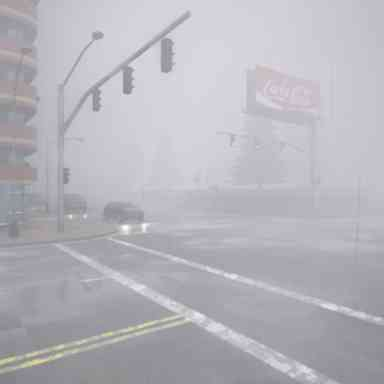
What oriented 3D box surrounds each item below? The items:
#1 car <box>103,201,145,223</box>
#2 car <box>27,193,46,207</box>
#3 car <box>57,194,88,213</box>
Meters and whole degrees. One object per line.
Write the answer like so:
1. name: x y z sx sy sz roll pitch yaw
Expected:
1. car: -5.426 1.494 25.986 1.837 1.490 4.892 0 0 -36
2. car: -24.648 1.213 52.813 2.150 2.045 5.566 0 0 -35
3. car: -13.417 1.212 37.086 2.150 2.045 5.566 0 0 -36
